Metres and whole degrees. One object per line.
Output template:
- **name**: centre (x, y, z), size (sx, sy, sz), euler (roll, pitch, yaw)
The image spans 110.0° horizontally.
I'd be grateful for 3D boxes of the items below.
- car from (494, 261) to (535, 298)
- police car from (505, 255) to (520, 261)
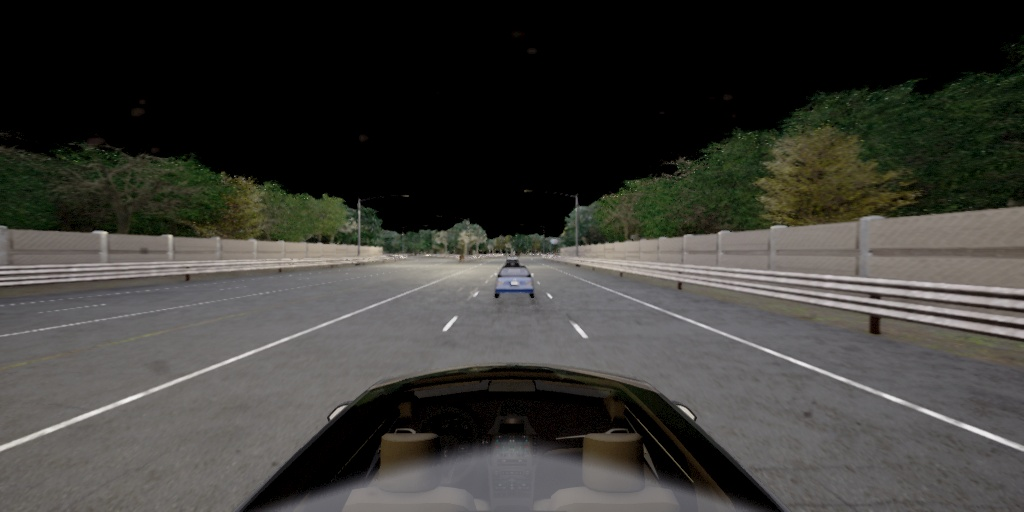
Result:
- **car**: centre (0.105, 1.148, 17.436), size (2.033, 1.411, 5.357), euler (0, 1, 0)
- **police car**: centre (0.083, 0.724, 48.178), size (1.930, 1.638, 5.238), euler (0, 1, 0)
